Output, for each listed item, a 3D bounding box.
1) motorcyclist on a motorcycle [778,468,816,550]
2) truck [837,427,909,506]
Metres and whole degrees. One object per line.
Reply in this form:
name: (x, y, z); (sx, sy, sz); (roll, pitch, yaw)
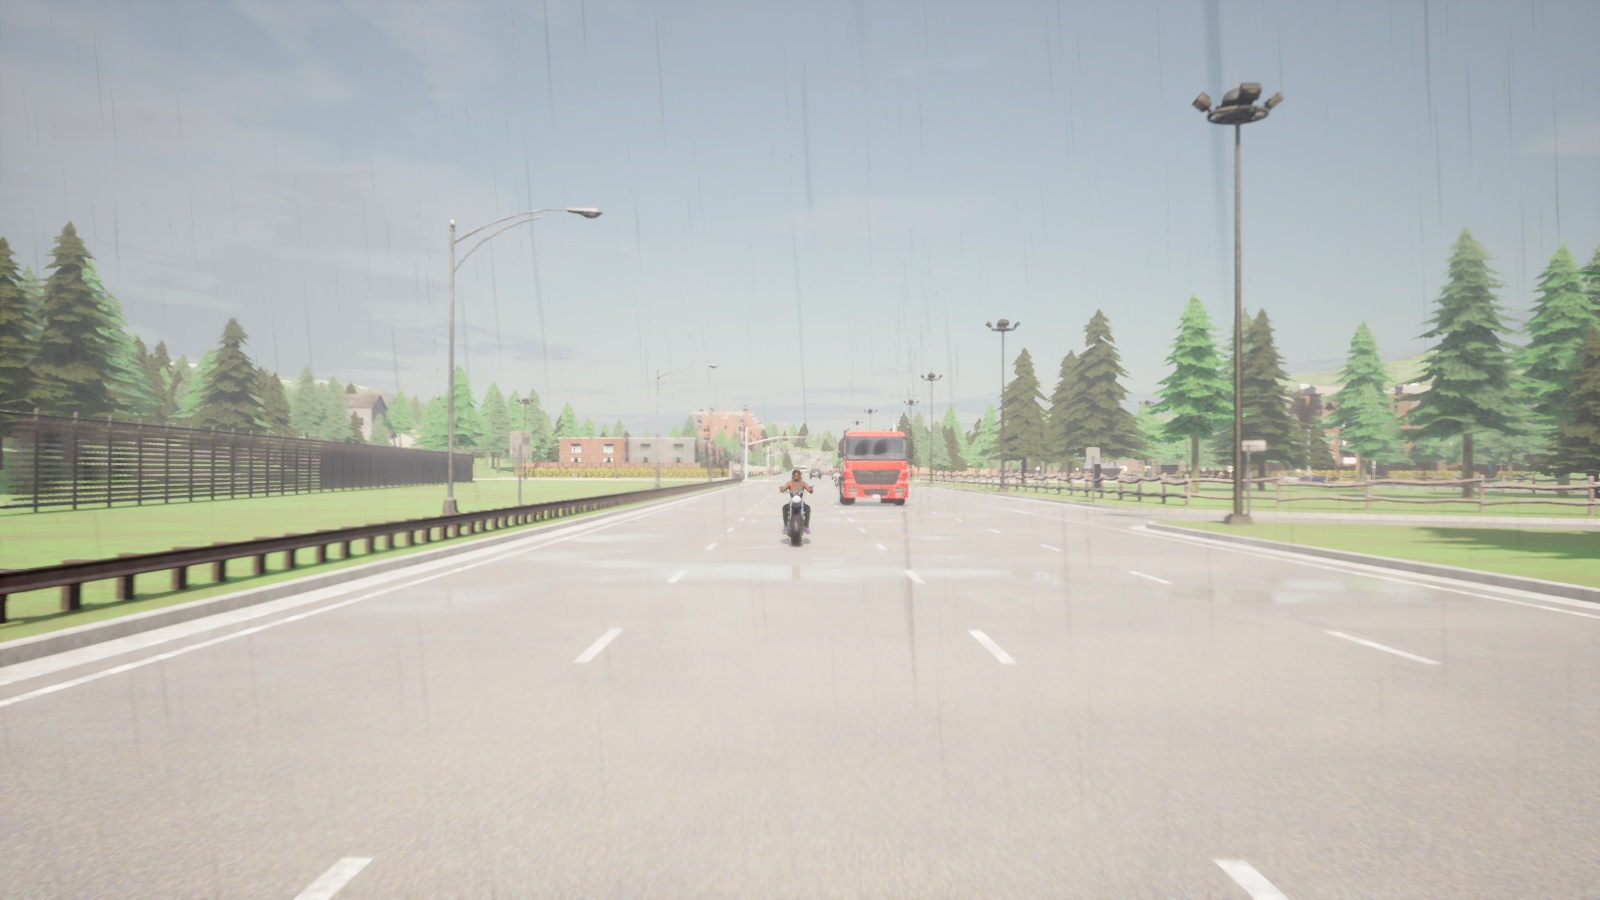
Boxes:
motorcyclist on a motorcycle: (-0.064, 1.207, 26.479); (0.766, 1.649, 2.350); (0, -1, 0)
truck: (3.352, 0.809, 59.316); (2.891, 3.462, 7.936); (0, -1, 0)
